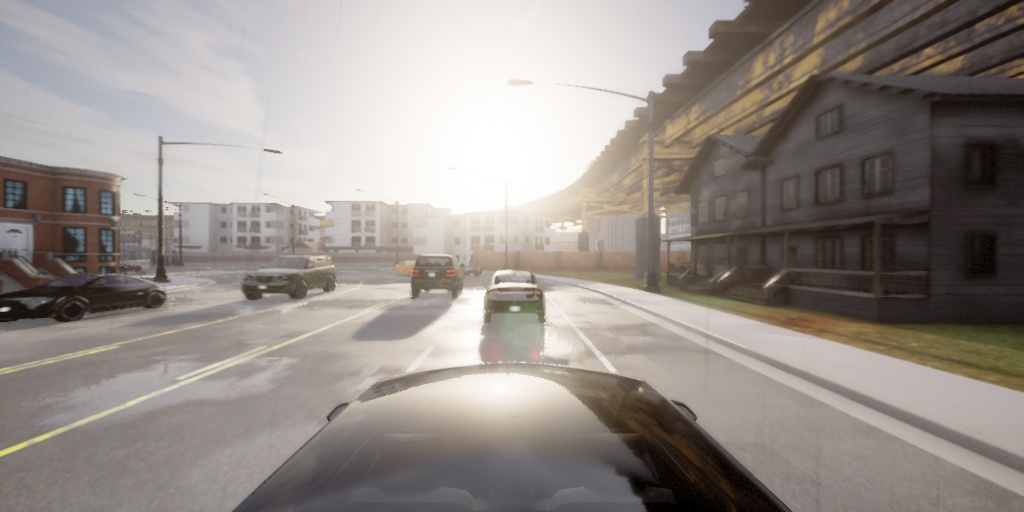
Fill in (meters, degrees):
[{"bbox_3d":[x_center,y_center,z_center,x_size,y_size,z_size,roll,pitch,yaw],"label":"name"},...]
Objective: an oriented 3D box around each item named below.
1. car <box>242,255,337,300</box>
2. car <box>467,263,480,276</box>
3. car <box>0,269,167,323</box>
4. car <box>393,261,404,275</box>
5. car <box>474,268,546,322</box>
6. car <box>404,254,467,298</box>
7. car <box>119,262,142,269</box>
[{"bbox_3d":[-10.679,0.954,17.795,2.150,2.045,5.566,0,0,-5],"label":"car"},{"bbox_3d":[-4.568,1.318,33.374,1.895,1.301,4.718,0,0,-28],"label":"car"},{"bbox_3d":[-14.207,1.302,11.998,1.994,1.385,4.181,0,0,-1],"label":"car"},{"bbox_3d":[-10.217,1.192,35.588,1.882,1.535,5.008,0,0,-36],"label":"car"},{"bbox_3d":[0.072,1.231,12.267,2.128,1.511,4.902,0,0,0],"label":"car"},{"bbox_3d":[-3.691,0.950,18.416,2.150,2.045,5.566,0,-1,-4],"label":"car"},{"bbox_3d":[-46.055,1.356,41.677,4.718,1.301,1.895,0,0,2],"label":"car"}]
